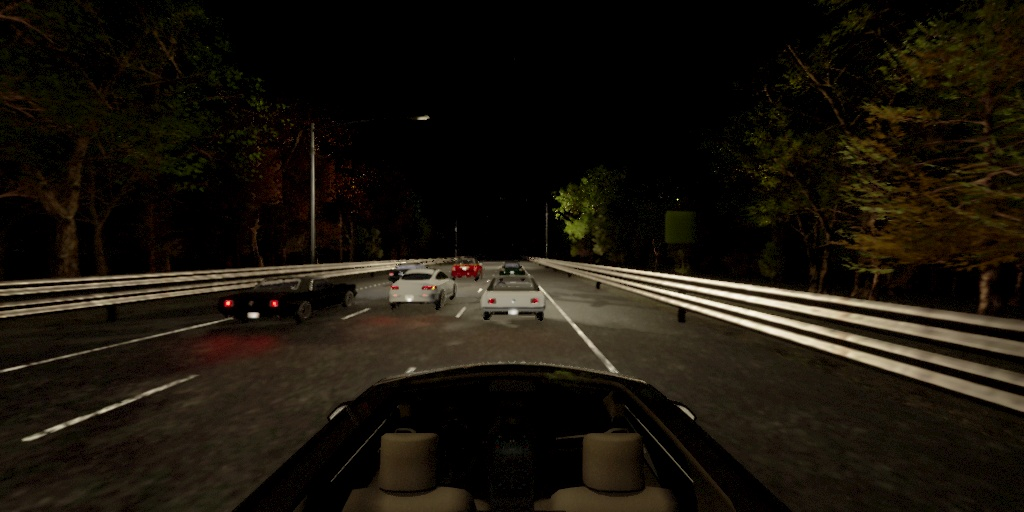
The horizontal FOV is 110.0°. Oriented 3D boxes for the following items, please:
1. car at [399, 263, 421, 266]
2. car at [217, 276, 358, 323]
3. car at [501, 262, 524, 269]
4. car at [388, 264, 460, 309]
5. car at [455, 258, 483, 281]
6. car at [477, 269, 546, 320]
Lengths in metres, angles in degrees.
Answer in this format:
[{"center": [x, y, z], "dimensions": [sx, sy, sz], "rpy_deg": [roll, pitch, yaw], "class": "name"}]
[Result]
[{"center": [-7.004, 1.183, 25.118], "dimensions": [2.033, 1.411, 5.357], "rpy_deg": [0, 0, 0], "class": "car"}, {"center": [-6.953, 1.302, 11.880], "dimensions": [1.895, 1.301, 4.718], "rpy_deg": [0, 0, 0], "class": "car"}, {"center": [0.010, 1.177, 29.419], "dimensions": [1.994, 1.385, 4.181], "rpy_deg": [0, 0, 0], "class": "car"}, {"center": [-3.442, 1.214, 14.370], "dimensions": [1.812, 1.442, 4.674], "rpy_deg": [0, 0, 0], "class": "car"}, {"center": [-3.492, 0.969, 28.587], "dimensions": [2.097, 1.767, 4.553], "rpy_deg": [0, 0, 0], "class": "car"}, {"center": [0.050, 1.299, 12.403], "dimensions": [1.895, 1.301, 4.718], "rpy_deg": [0, 0, 0], "class": "car"}]
